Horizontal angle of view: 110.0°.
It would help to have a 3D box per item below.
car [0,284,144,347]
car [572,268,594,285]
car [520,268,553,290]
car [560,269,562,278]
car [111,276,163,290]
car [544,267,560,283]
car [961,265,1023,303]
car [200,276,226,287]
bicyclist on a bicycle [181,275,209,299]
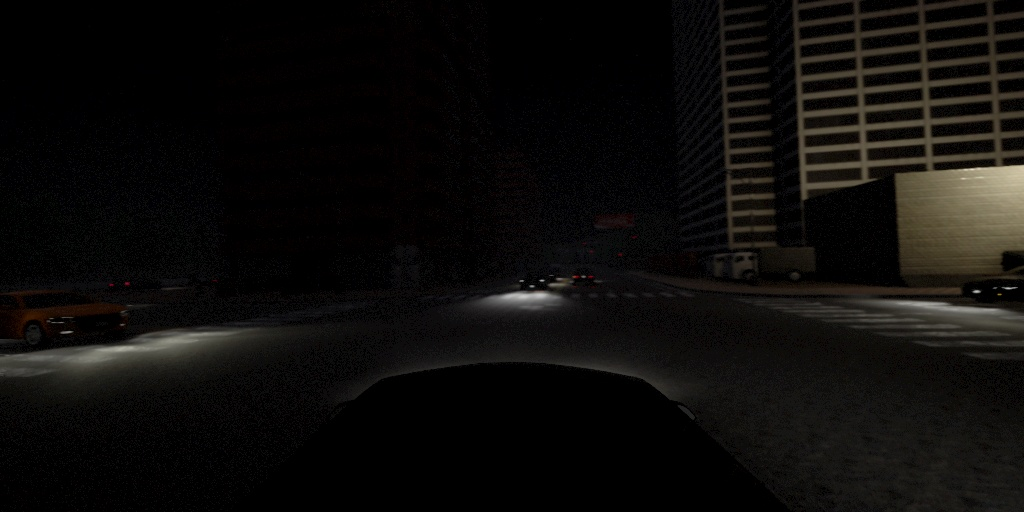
[{"bbox_3d":[-14.515,1.801,11.065,5.008,1.535,1.882,-2,-1,12],"label":"car"},{"bbox_3d":[6.396,1.799,32.163,2.033,1.411,5.357,-2,-1,11],"label":"car"},{"bbox_3d":[1.820,1.884,27.711,1.895,1.301,4.718,-2,-1,11],"label":"car"},{"bbox_3d":[5.605,2.156,47.495,2.033,1.411,5.357,-2,-1,11],"label":"car"},{"bbox_3d":[-42.858,3.127,41.103,2.097,1.767,4.553,-2,-1,-3],"label":"car"},{"bbox_3d":[3.645,1.921,37.405,1.882,1.535,5.008,-2,-1,11],"label":"car"},{"bbox_3d":[18.595,0.921,12.091,4.892,1.490,1.837,-2,-1,11],"label":"car"},{"bbox_3d":[-38.845,3.385,48.406,1.994,1.385,4.181,-2,-1,11],"label":"car"},{"bbox_3d":[-22.078,2.139,24.958,0.582,1.620,1.656,-2,-1,21],"label":"bicyclist on a bicycle"}]
